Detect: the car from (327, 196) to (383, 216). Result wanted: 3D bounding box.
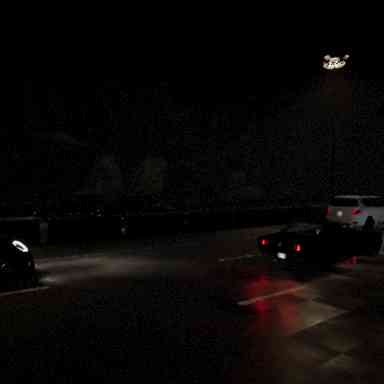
[{"bbox_3d":[10.242,1.227,19.695,5.566,2.045,2.150,0,0,-36],"label":"car"}]

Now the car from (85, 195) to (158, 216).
[{"bbox_3d":[-5.125,1.251,26.137,5.566,2.045,2.150,0,0,-35],"label":"car"}]

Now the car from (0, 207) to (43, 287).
[{"bbox_3d":[-6.268,1.355,7.869,4.553,1.767,2.097,0,0,-36],"label":"car"}]

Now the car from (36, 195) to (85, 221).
[{"bbox_3d":[-9.791,1.254,27.111,5.566,2.045,2.150,0,0,-36],"label":"car"}]

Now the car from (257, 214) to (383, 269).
[{"bbox_3d":[4.505,1.622,11.280,4.718,1.301,1.895,0,0,-36],"label":"car"}]

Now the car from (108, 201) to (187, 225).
[{"bbox_3d":[-2.821,1.577,23.480,5.357,1.411,2.033,0,0,-35],"label":"car"}]

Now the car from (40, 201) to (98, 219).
[{"bbox_3d":[-11.165,1.560,30.425,4.674,1.442,1.812,0,0,-35],"label":"car"}]
